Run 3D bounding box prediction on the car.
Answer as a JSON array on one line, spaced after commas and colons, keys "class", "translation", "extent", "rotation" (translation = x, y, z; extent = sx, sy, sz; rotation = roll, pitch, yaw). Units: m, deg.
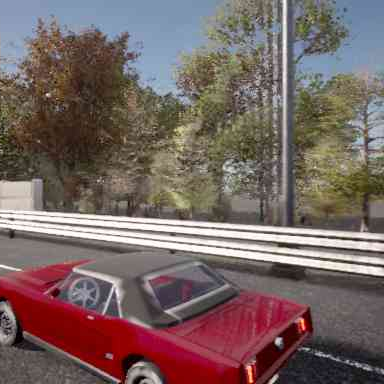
[{"class": "car", "translation": [-0.968, 1.545, 4.638], "extent": [4.718, 1.301, 1.895], "rotation": [0, 0, 37]}]
